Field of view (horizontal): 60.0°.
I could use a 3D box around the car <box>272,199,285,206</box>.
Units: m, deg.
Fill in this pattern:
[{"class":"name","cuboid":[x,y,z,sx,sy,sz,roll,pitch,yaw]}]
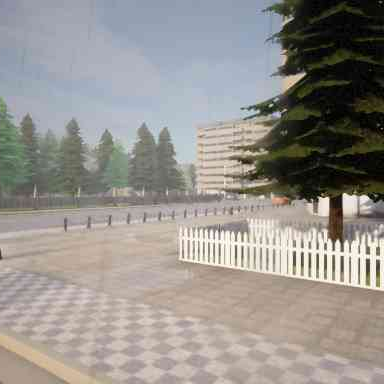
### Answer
[{"class":"car","cuboid":[15.370,1.352,56.721,2.097,1.767,4.553,0,0,36]}]
